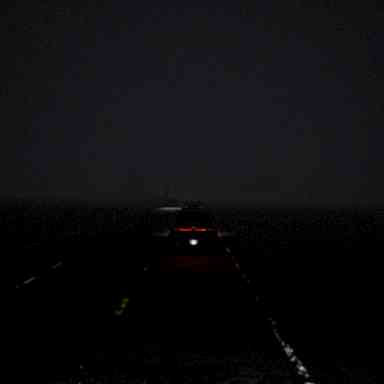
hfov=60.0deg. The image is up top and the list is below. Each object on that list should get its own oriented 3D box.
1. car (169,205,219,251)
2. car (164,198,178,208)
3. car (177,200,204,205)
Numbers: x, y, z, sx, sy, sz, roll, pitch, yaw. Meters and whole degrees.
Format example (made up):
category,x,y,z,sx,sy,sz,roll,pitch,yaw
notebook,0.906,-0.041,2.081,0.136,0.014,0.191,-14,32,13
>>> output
category,x,y,z,sx,sy,sz,roll,pitch,yaw
car,0.074,1.502,14.127,1.837,1.490,4.892,0,0,0
car,-2.833,1.573,48.059,1.994,1.385,4.181,0,0,0
car,0.075,1.490,29.194,2.128,1.511,4.902,0,0,0
